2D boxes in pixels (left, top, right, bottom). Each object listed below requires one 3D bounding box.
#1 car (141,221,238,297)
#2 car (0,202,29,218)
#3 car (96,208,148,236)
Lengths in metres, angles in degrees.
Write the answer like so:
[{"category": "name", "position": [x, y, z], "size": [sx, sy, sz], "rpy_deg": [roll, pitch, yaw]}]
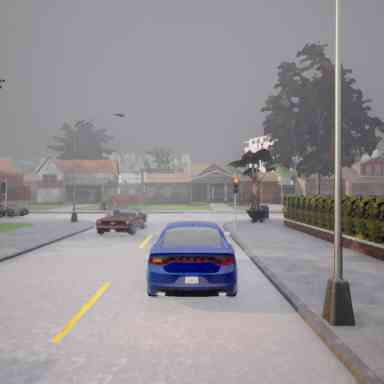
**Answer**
[{"category": "car", "position": [0.014, 1.478, 8.624], "size": [1.882, 1.535, 5.008], "rpy_deg": [0, 0, 0]}, {"category": "car", "position": [-16.592, 1.564, 29.015], "size": [4.181, 1.385, 1.994], "rpy_deg": [0, 0, 0]}, {"category": "car", "position": [-3.794, 1.601, 18.683], "size": [1.895, 1.301, 4.718], "rpy_deg": [0, 0, 3]}]
